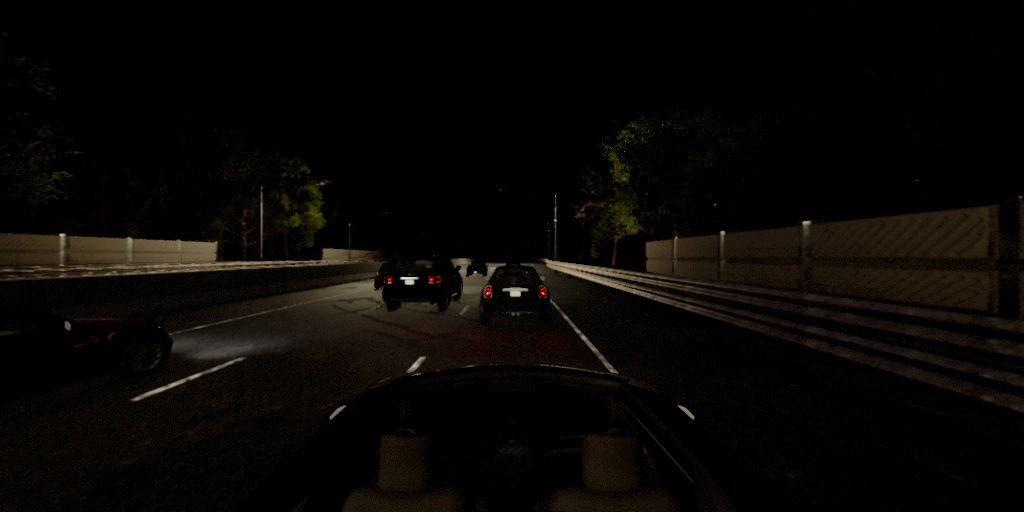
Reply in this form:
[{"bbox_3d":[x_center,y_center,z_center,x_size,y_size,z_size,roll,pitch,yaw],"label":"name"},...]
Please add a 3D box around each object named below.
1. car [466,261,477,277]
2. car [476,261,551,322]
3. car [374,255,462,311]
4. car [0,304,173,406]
[{"bbox_3d":[-3.399,1.254,35.625,1.837,1.490,4.892,0,0,0],"label":"car"},{"bbox_3d":[0.098,1.099,12.332,2.097,1.767,4.553,0,0,0],"label":"car"},{"bbox_3d":[-3.401,0.968,14.574,2.150,2.045,5.566,0,0,0],"label":"car"},{"bbox_3d":[-6.900,1.275,4.341,1.812,1.442,4.674,0,0,0],"label":"car"}]
